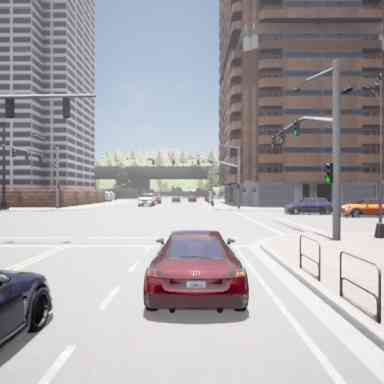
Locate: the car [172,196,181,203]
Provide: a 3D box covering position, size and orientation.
[{"bbox_3d":[-3.416,1.529,71.907,2.033,1.411,5.357,0,0,0],"label":"car"}]

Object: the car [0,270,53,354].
[{"bbox_3d":[-3.437,1.563,4.159,1.994,1.385,4.181,0,0,0],"label":"car"}]

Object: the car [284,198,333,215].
[{"bbox_3d":[11.565,1.346,33.168,4.553,1.767,2.097,0,0,2],"label":"car"}]

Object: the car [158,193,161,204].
[{"bbox_3d":[-7.015,1.210,62.542,2.150,2.045,5.566,0,0,1],"label":"car"}]

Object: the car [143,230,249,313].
[{"bbox_3d":[0.085,1.562,7.731,1.994,1.385,4.181,0,0,0],"label":"car"}]

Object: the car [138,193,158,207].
[{"bbox_3d":[-7.057,1.212,52.122,2.150,2.045,5.566,0,0,0],"label":"car"}]

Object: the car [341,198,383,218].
[{"bbox_3d":[15.539,1.346,29.584,4.553,1.767,2.097,0,0,1],"label":"car"}]

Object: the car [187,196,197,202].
[{"bbox_3d":[0.053,1.511,73.367,2.128,1.511,4.902,0,0,0],"label":"car"}]
